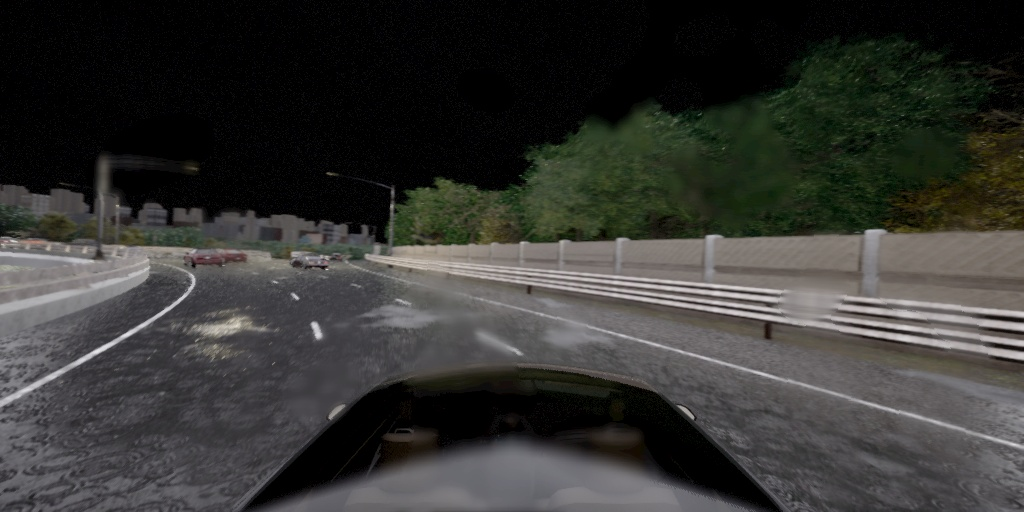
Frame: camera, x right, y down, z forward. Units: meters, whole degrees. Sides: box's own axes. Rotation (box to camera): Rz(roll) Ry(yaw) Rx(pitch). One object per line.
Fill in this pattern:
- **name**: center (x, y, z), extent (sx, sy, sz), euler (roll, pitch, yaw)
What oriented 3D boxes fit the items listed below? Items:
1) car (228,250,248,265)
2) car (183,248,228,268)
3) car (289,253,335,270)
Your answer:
- **car**: center (-29.655, 0.110, 37.846), extent (5.008, 1.535, 1.882), euler (2, 0, 36)
- **car**: center (-26.910, 0.081, 31.220), extent (4.553, 1.767, 2.097), euler (2, 0, 40)
- **car**: center (-19.383, 0.585, 34.174), extent (5.357, 1.411, 2.033), euler (2, 0, 41)
